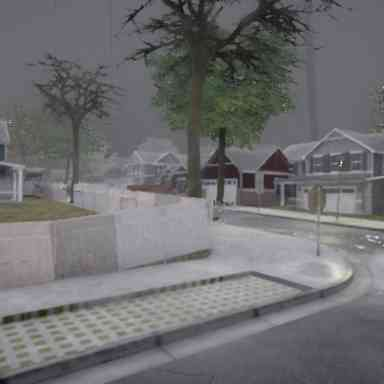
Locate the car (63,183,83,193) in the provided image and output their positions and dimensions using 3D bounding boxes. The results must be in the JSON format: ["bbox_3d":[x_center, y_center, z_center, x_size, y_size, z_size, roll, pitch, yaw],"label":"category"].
[{"bbox_3d":[-17.079,-0.475,47.691,2.128,1.511,4.902,1,2,-34],"label":"car"}]
